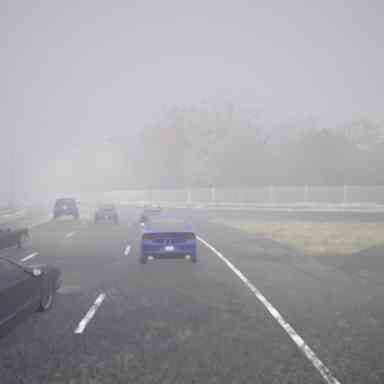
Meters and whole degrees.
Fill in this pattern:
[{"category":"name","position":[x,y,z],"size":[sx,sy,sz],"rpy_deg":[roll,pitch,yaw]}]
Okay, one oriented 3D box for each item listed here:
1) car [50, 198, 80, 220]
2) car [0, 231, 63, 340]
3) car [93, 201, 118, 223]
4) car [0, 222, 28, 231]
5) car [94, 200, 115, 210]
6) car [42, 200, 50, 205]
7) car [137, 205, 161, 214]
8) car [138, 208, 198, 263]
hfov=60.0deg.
[{"category":"car","position":[-12.362,1.591,32.854],"size":[2.150,2.045,5.566],"rpy_deg":[0,-1,-17]},{"category":"car","position":[-3.602,1.610,4.771],"size":[2.033,1.411,5.357],"rpy_deg":[0,-1,-3]},{"category":"car","position":[-7.433,1.800,28.738],"size":[2.128,1.511,4.902],"rpy_deg":[0,-1,-15]},{"category":"car","position":[-7.812,1.755,12.402],"size":[1.895,1.301,4.718],"rpy_deg":[0,-1,-6]},{"category":"car","position":[-14.591,2.138,55.095],"size":[2.033,1.411,5.357],"rpy_deg":[0,-1,-29]},{"category":"car","position":[-33.786,2.515,80.500],"size":[1.895,1.301,4.718],"rpy_deg":[0,-1,-43]},{"category":"car","position":[-3.260,1.760,26.531],"size":[2.128,1.511,4.902],"rpy_deg":[0,-1,-12]},{"category":"car","position":[-0.940,1.603,12.658],"size":[1.882,1.535,5.008],"rpy_deg":[0,-1,-6]}]
